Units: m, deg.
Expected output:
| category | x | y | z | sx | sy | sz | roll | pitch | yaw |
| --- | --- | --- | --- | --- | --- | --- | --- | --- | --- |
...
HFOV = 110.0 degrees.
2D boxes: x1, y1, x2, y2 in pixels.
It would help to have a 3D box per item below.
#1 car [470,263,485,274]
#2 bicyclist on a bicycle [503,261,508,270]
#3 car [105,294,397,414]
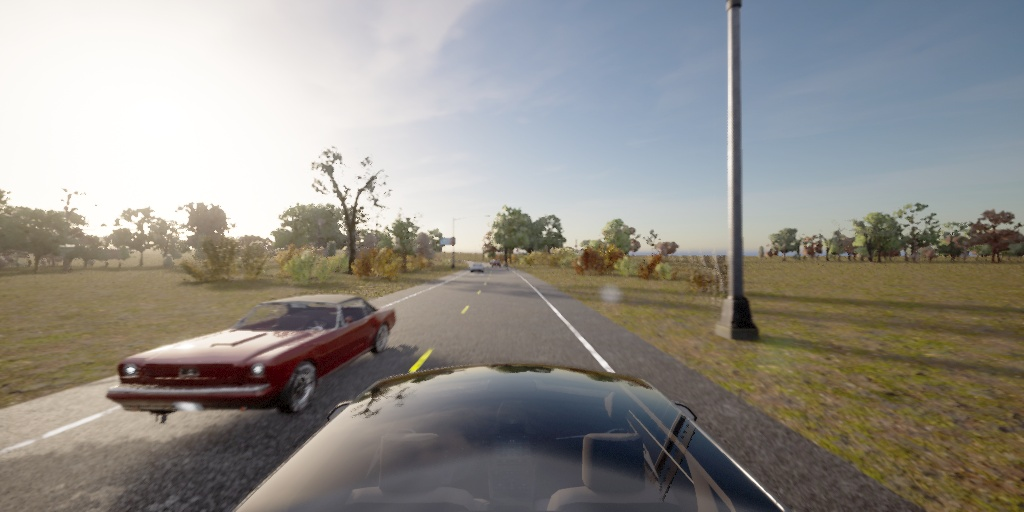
| category | x | y | z | sx | sy | sz | roll | pitch | yaw |
| --- | --- | --- | --- | --- | --- | --- | --- | --- | --- |
| car | -4.760 | 1.700 | 49.698 | 2.033 | 1.411 | 5.357 | 0 | 0 | -2 |
| bicyclist on a bicycle | -0.846 | 1.685 | 60.961 | 0.582 | 1.620 | 1.656 | 0 | -1 | -4 |
| car | -3.621 | 1.393 | 6.206 | 1.895 | 1.301 | 4.718 | 0 | 0 | 0 |
